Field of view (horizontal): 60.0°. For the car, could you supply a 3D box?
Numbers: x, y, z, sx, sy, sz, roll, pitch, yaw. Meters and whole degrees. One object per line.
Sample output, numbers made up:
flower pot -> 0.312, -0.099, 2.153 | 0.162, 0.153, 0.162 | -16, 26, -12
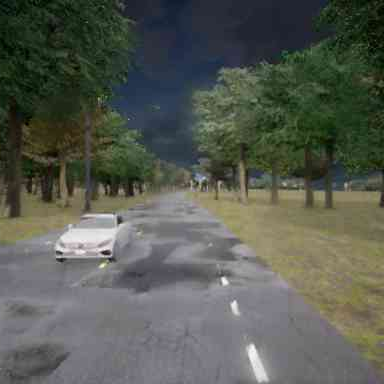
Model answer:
car -> -3.323, 1.489, 12.059 | 1.812, 1.442, 4.674 | 0, 0, -1
